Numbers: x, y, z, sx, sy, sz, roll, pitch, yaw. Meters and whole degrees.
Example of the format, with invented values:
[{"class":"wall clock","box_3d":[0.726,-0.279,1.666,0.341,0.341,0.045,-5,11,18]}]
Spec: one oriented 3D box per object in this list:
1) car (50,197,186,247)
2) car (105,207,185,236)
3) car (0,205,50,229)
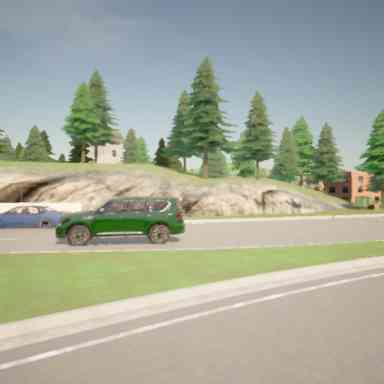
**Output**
[{"class":"car","box_3d":[-3.042,1.234,14.869,5.566,2.045,2.150,0,0,-8]},{"class":"car","box_3d":[-2.622,1.581,18.530,4.181,1.385,1.994,0,0,-9]},{"class":"car","box_3d":[-10.373,1.555,20.958,5.357,1.411,2.033,0,0,-6]}]
